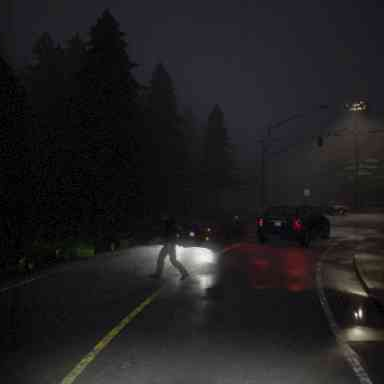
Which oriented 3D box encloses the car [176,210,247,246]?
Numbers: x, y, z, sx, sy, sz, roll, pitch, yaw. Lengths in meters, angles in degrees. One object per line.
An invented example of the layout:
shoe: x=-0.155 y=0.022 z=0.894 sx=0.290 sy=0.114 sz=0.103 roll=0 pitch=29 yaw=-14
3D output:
car: x=1.011 y=1.564 z=15.457 sx=1.994 sy=1.385 sz=4.181 roll=0 pitch=0 yaw=31

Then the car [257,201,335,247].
car: x=4.842 y=1.352 z=15.489 sx=2.097 sy=1.767 sz=4.553 roll=0 pitch=0 yaw=37

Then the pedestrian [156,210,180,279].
pedestrian: x=-0.615 y=1.294 z=8.441 sx=0.375 sy=1.860 sz=0.375 roll=0 pitch=0 yaw=17

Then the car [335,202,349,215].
car: x=13.802 y=1.627 z=34.260 sx=1.895 sy=1.301 sz=4.718 roll=0 pitch=0 yaw=-15
